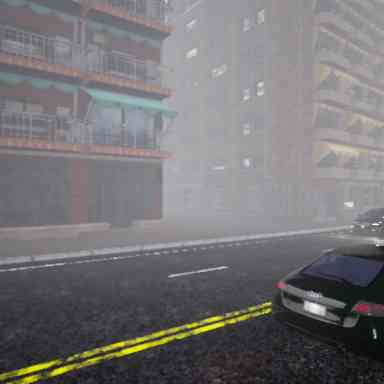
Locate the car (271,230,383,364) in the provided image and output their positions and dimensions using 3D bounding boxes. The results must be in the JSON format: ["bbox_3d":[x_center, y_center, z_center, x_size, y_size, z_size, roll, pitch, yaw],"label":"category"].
[{"bbox_3d":[3.359,1.636,5.891,4.181,1.385,1.994,1,-1,-36],"label":"car"}]

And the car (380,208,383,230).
[{"bbox_3d":[11.851,1.444,16.453,5.566,2.045,2.150,1,-1,-37],"label":"car"}]

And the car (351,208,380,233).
[{"bbox_3d":[11.645,1.759,20.385,4.892,1.490,1.837,2,-1,-37],"label":"car"}]
